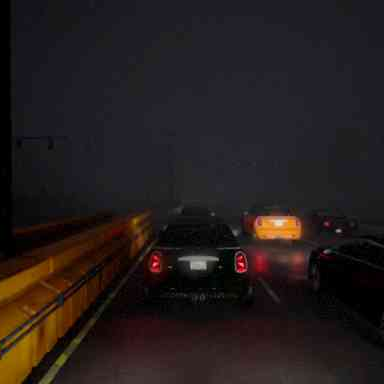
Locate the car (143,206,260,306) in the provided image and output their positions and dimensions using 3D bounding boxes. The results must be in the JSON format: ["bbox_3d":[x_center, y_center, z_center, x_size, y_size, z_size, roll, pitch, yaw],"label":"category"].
[{"bbox_3d":[0.121,1.354,8.168,2.097,1.767,4.553,0,0,0],"label":"car"}]

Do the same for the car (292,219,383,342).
[{"bbox_3d":[3.615,1.493,5.882,2.128,1.511,4.902,0,0,0],"label":"car"}]

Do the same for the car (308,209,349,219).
[{"bbox_3d":[7.153,1.606,18.410,1.895,1.301,4.718,0,0,0],"label":"car"}]

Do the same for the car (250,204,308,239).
[{"bbox_3d":[3.647,1.356,16.040,2.097,1.767,4.553,0,0,0],"label":"car"}]

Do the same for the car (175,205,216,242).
[{"bbox_3d":[0.150,1.509,17.343,1.837,1.490,4.892,0,0,0],"label":"car"}]
